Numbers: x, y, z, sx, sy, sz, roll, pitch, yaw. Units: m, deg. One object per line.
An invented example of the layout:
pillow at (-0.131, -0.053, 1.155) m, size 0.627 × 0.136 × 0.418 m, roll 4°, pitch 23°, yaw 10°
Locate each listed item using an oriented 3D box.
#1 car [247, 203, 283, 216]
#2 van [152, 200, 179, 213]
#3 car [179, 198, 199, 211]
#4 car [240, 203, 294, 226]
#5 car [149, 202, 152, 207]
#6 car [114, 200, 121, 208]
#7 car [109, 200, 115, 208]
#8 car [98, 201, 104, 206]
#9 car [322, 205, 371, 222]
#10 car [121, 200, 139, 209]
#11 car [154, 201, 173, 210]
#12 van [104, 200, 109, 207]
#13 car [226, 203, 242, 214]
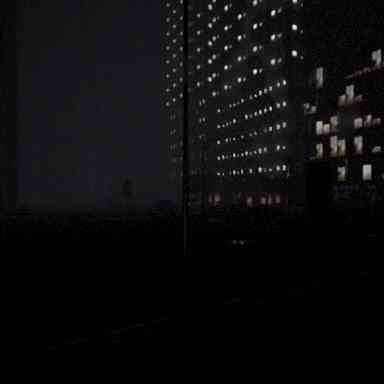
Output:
car at (8.671, 2.061, 39.705) m, size 1.947 × 1.339 × 4.313 m, roll -1°, pitch -1°, yaw -26°
van at (-3.782, 2.000, 46.173) m, size 1.690 × 1.788 × 3.998 m, roll -1°, pitch -1°, yaw -26°
car at (-0.768, 1.996, 53.109) m, size 2.150 × 2.045 × 5.566 m, roll 0°, pitch -1°, yaw -25°
car at (6.040, 1.809, 25.927) m, size 2.008 × 1.369 × 4.403 m, roll -1°, pitch -1°, yaw -26°
car at (-8.509, 2.800, 75.128) m, size 1.802 × 1.307 × 4.206 m, roll -1°, pitch -1°, yaw -26°
car at (-13.522, 2.596, 66.259) m, size 1.752 × 1.417 × 4.829 m, roll -1°, pitch -1°, yaw -26°
car at (-16.050, 2.725, 71.472) m, size 1.887 × 1.381 × 4.507 m, roll -1°, pitch -1°, yaw -26°
car at (-23.412, 3.046, 86.652) m, size 1.887 × 1.381 × 4.507 m, roll -1°, pitch -1°, yaw -26°
car at (13.580, 1.847, 29.584) m, size 2.008 × 1.369 × 4.403 m, roll -1°, pitch -1°, yaw -26°
car at (-11.141, 2.519, 61.351) m, size 2.008 × 1.369 × 4.403 m, roll -1°, pitch -1°, yaw -26°
car at (-5.416, 2.447, 62.613) m, size 1.882 × 1.535 × 5.008 m, roll 0°, pitch -1°, yaw -26°
van at (-18.507, 2.628, 76.534) m, size 1.690 × 1.788 × 3.998 m, roll -1°, pitch -1°, yaw -26°
car at (6.217, 2.161, 44.766) m, size 1.947 × 1.339 × 4.313 m, roll -1°, pitch -1°, yaw -26°
